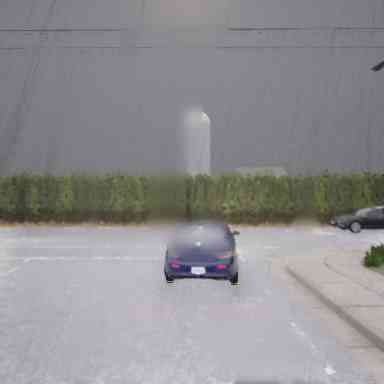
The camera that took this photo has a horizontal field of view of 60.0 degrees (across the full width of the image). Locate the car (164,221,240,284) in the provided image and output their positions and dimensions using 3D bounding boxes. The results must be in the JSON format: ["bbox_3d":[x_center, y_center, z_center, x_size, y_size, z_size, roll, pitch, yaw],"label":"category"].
[{"bbox_3d":[0.398,1.573,9.661,1.812,1.442,4.674,0,0,6],"label":"car"}]

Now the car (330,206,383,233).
[{"bbox_3d":[10.900,1.630,19.977,4.892,1.490,1.837,0,0,1],"label":"car"}]
